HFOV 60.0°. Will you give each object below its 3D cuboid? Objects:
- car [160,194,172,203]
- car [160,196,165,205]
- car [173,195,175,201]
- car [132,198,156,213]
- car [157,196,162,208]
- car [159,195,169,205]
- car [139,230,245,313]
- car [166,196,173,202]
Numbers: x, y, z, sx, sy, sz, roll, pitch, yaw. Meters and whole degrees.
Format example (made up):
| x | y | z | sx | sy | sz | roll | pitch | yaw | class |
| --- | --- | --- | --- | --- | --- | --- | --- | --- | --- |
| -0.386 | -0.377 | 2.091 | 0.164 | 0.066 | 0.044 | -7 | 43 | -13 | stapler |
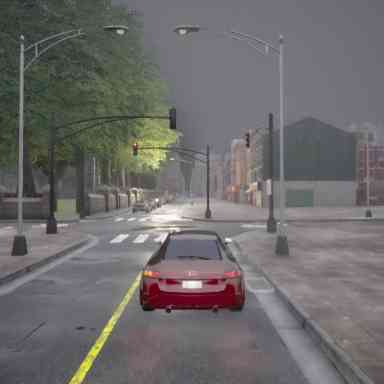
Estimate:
| x | y | z | sx | sy | sz | roll | pitch | yaw | class |
| --- | --- | --- | --- | --- | --- | --- | --- | --- | --- |
| -5.702 | 1.421 | 65.763 | 2.192 | 1.841 | 5.009 | 1 | 0 | 0 | car |
| -5.578 | 1.623 | 49.413 | 1.947 | 1.339 | 4.313 | 1 | 0 | 0 | car |
| -5.834 | 1.619 | 82.113 | 1.967 | 1.590 | 4.097 | 1 | 0 | 0 | car |
| -5.506 | 1.585 | 36.827 | 2.008 | 1.369 | 4.403 | 1 | 0 | 0 | car |
| -5.535 | 1.597 | 43.963 | 2.008 | 1.369 | 4.403 | 1 | 0 | 0 | car |
| -5.665 | 1.669 | 60.312 | 1.802 | 1.307 | 4.206 | 1 | 0 | 0 | car |
| 0.021 | 1.567 | 7.744 | 1.994 | 1.385 | 4.181 | 0 | 0 | 1 | car |
| -5.878 | 1.732 | 87.393 | 1.752 | 1.417 | 4.829 | 1 | 0 | 0 | car |
